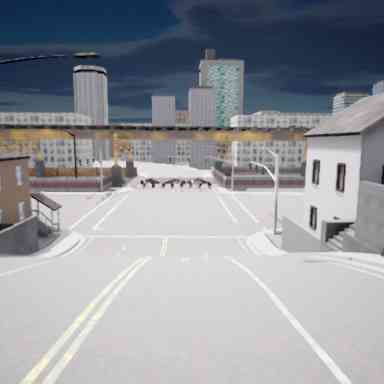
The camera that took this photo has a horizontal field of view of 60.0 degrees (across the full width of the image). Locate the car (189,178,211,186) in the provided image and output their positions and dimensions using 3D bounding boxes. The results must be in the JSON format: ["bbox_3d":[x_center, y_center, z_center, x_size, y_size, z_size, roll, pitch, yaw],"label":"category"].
[{"bbox_3d":[1.569,-2.023,69.690,4.974,1.542,2.038,5,10,28],"label":"car"}]

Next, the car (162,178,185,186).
[{"bbox_3d":[-3.749,-2.081,68.865,4.536,1.218,1.853,-6,11,-37],"label":"car"}]

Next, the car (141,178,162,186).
[{"bbox_3d":[-8.436,-2.092,68.813,4.536,1.218,1.853,8,11,42],"label":"car"}]

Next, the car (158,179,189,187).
[{"bbox_3d":[-3.790,-1.921,68.857,4.974,1.542,2.038,-6,11,-37],"label":"car"}]

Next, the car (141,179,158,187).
[{"bbox_3d":[-8.398,-1.931,68.801,4.974,1.542,2.038,8,11,42],"label":"car"}]

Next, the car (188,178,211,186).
[{"bbox_3d":[1.523,-2.182,69.690,4.536,1.218,1.853,5,10,28],"label":"car"}]
